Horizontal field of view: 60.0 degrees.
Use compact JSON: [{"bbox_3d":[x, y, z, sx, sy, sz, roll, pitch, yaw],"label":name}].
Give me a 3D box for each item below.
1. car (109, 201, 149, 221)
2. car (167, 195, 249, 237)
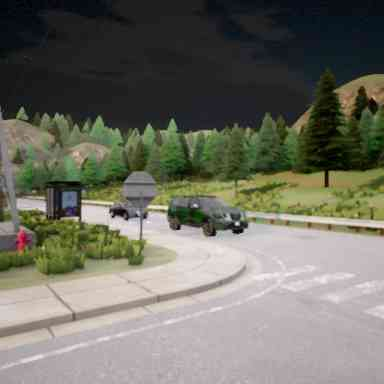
[{"bbox_3d":[-5.228,1.465,27.084,2.128,1.511,4.902,0,0,-34],"label":"car"},{"bbox_3d":[0.660,1.197,18.414,2.150,2.045,5.566,0,0,-34],"label":"car"}]
